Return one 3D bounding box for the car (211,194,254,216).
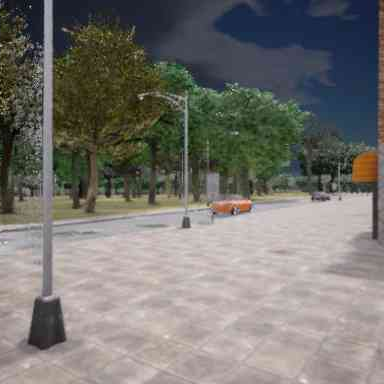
[{"bbox_3d":[3.558,0.983,28.308,2.097,1.767,4.553,0,1,36],"label":"car"}]

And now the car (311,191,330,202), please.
[{"bbox_3d":[19.665,0.649,50.889,2.128,1.511,4.902,0,1,35],"label":"car"}]
